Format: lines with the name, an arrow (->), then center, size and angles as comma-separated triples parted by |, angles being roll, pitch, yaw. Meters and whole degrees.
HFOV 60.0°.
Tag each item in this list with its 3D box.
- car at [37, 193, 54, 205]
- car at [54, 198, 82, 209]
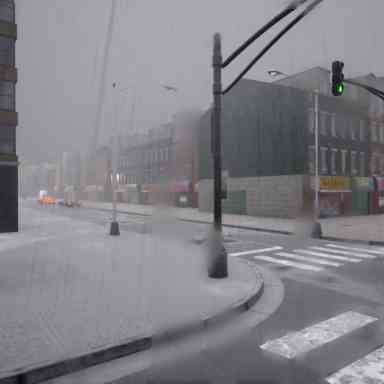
car -> -23.776, 1.163, 54.067 | 2.097, 1.767, 4.553 | 0, 0, -34
car -> -15.904, 1.454, 43.091 | 1.895, 1.301, 4.718 | 0, 0, -36
